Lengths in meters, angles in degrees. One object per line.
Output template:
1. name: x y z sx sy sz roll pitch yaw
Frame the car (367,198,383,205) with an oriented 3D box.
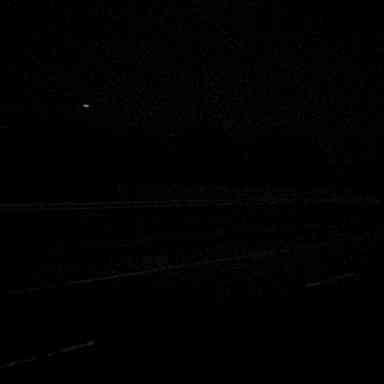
1. car: 32.122 1.709 56.877 5.357 1.411 2.033 0 0 -35
